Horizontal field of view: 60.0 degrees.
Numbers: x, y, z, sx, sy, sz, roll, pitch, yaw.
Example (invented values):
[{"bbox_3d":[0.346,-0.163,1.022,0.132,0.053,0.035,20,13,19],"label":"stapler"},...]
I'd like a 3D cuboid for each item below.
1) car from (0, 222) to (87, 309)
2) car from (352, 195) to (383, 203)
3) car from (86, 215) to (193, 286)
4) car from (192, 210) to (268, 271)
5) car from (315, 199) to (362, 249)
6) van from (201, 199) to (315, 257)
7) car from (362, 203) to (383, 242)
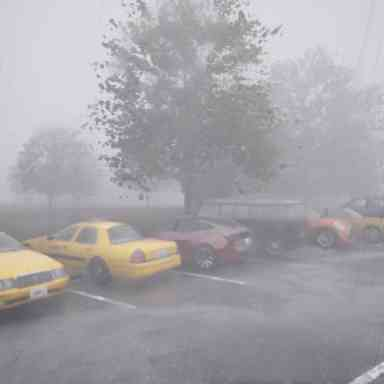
[{"bbox_3d":[-4.936,1.478,7.448,5.366,1.575,1.946,-1,-1,34],"label":"car"},{"bbox_3d":[9.392,1.197,17.846,5.566,2.045,2.435,-1,0,35],"label":"car"},{"bbox_3d":[-2.820,1.481,9.376,5.366,1.575,1.946,-1,0,35],"label":"car"},{"bbox_3d":[-0.273,1.508,10.996,4.792,1.488,2.163,-1,0,35],"label":"car"},{"bbox_3d":[4.563,1.341,14.425,4.553,1.767,2.185,-1,-1,35],"label":"car"},{"bbox_3d":[2.070,1.249,12.755,4.442,1.987,1.878,-1,0,35],"label":"van"},{"bbox_3d":[7.003,1.458,16.126,5.008,1.535,2.097,-1,-1,35],"label":"car"}]
